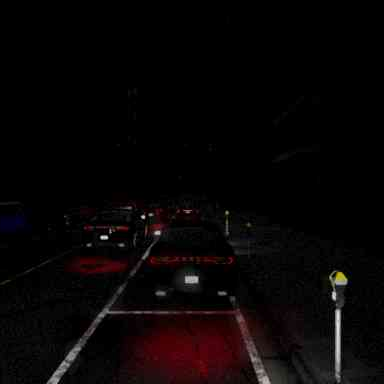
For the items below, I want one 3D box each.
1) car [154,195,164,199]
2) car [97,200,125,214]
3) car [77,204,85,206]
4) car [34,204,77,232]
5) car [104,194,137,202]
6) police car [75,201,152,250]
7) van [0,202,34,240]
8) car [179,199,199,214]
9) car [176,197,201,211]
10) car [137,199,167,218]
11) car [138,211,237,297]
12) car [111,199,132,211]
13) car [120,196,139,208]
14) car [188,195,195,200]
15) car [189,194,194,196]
[{"bbox_3d":[-8.782,1.643,84.589,1.802,1.307,4.206,0,0,0],"label":"car"},{"bbox_3d":[-8.815,1.573,36.483,1.947,1.339,4.313,0,0,0],"label":"car"},{"bbox_3d":[-8.815,1.585,25.481,1.802,1.307,4.206,0,0,0],"label":"car"},{"bbox_3d":[-8.815,1.568,19.979,1.947,1.339,4.313,0,0,0],"label":"car"},{"bbox_3d":[-6.243,1.225,29.004,2.150,2.045,5.566,0,0,0],"label":"car"},{"bbox_3d":[-3.147,1.426,14.507,1.930,1.638,5.238,0,0,0],"label":"police car"},{"bbox_3d":[-8.815,1.342,14.478,1.690,1.788,3.998,0,0,0],"label":"van"},{"bbox_3d":[-0.290,1.557,36.484,2.008,1.369,4.403,0,0,0],"label":"car"},{"bbox_3d":[-0.290,1.443,25.481,1.967,1.590,4.097,0,0,0],"label":"car"},{"bbox_3d":[-3.059,1.529,27.008,1.812,1.442,4.674,0,0,0],"label":"car"},{"bbox_3d":[-0.006,1.478,8.650,1.882,1.535,5.008,0,0,0],"label":"car"},{"bbox_3d":[-8.815,1.591,41.985,1.802,1.307,4.206,0,0,0],"label":"car"},{"bbox_3d":[-8.816,1.452,47.486,1.967,1.590,4.097,0,0,0],"label":"car"},{"bbox_3d":[-0.237,1.636,95.394,2.008,1.369,4.403,0,0,0],"label":"car"},{"bbox_3d":[-0.257,1.501,84.576,1.967,1.590,4.097,0,0,0],"label":"car"}]
